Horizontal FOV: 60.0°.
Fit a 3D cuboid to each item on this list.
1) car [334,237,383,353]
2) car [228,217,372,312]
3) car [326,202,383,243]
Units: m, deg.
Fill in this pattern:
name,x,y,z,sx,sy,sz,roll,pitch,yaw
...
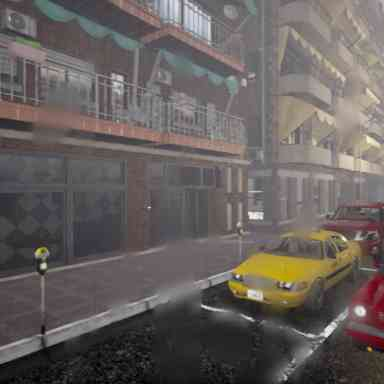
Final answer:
name,x,y,z,sx,sy,sz,roll,pitch,yaw
car,4.060,1.600,5.424,1.895,1.301,4.718,0,0,40
car,2.658,1.524,7.816,1.752,1.417,4.829,0,0,39
car,6.276,1.313,12.215,2.192,1.841,5.009,0,0,39
